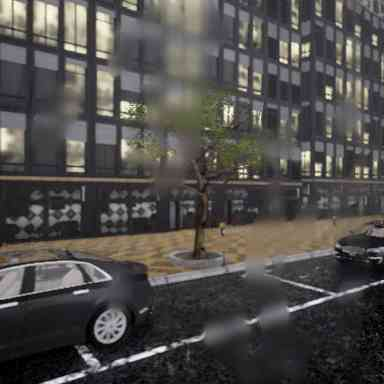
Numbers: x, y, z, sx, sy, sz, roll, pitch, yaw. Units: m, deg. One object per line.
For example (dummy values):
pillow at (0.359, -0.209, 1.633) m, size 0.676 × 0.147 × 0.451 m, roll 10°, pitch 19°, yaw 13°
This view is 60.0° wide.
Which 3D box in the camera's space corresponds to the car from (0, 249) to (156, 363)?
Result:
car at (-2.642, 1.555, 4.685) m, size 4.403 × 1.369 × 2.008 m, roll 1°, pitch -1°, yaw -36°

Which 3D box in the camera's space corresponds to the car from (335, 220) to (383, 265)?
car at (6.604, 1.655, 11.296) m, size 4.403 × 1.369 × 2.008 m, roll 1°, pitch -1°, yaw -36°
